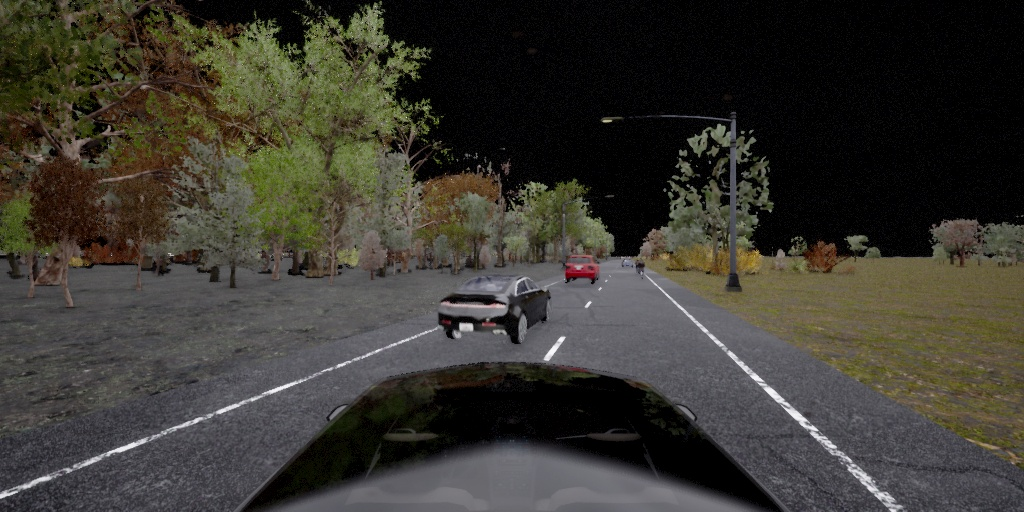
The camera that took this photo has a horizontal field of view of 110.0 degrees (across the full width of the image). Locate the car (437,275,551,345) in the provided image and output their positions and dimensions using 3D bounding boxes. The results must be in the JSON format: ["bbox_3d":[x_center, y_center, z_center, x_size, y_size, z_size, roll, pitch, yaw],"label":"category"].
[{"bbox_3d":[-0.204,1.243,9.664,2.128,1.511,4.902,0,0,18],"label":"car"}]

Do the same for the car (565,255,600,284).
[{"bbox_3d":[5.508,0.977,27.767,2.150,2.045,5.566,0,0,18],"label":"car"}]

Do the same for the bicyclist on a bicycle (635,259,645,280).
[{"bbox_3d":[10.742,1.128,29.832,0.659,1.776,1.843,0,0,17],"label":"bicyclist on a bicycle"}]
